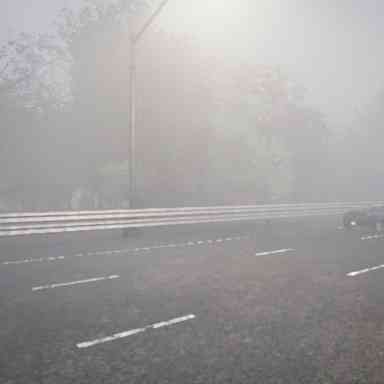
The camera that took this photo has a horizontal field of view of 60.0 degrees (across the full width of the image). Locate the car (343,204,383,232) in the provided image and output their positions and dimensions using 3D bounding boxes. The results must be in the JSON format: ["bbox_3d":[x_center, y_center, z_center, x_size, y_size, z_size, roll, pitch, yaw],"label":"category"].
[{"bbox_3d":[11.101,1.529,20.215,4.892,1.490,1.837,0,0,-35],"label":"car"}]
